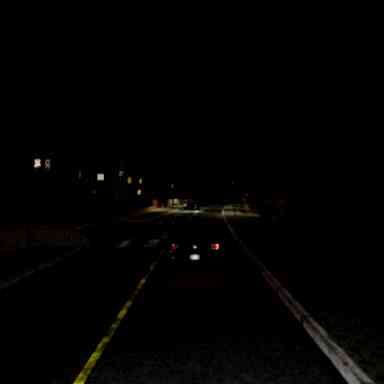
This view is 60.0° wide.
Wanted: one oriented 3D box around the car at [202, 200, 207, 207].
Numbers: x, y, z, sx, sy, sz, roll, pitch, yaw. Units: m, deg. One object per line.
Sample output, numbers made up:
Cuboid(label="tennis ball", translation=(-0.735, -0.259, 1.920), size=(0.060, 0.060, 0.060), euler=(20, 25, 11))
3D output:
Cuboid(label="car", translation=(1.806, 2.298, 65.463), size=(1.837, 1.490, 4.892), euler=(0, 1, 8))

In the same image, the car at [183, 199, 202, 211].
Cuboid(label="car", translation=(-0.088, 1.865, 50.076), size=(2.097, 1.767, 4.553), euler=(0, -1, 6))

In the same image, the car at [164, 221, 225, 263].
Cuboid(label="car", translation=(0.022, 1.703, 12.294), size=(1.895, 1.301, 4.718), euler=(0, -1, -2))
